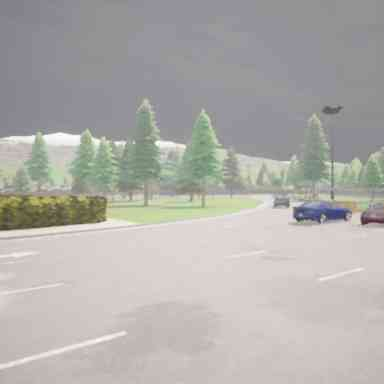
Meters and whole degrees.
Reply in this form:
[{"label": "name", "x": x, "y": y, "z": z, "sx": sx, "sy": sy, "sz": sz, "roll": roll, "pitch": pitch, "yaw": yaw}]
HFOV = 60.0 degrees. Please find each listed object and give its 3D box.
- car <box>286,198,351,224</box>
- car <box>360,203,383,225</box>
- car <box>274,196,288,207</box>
[{"label": "car", "x": 9.118, "y": 1.331, "z": 23.148, "sx": 5.008, "sy": 1.535, "sz": 1.882, "roll": 0, "pitch": 0, "yaw": -35}, {"label": "car", "x": 12.668, "y": 1.404, "z": 21.380, "sx": 4.181, "sy": 1.385, "sz": 1.994, "roll": 0, "pitch": 0, "yaw": -35}, {"label": "car", "x": 11.870, "y": 1.244, "z": 43.911, "sx": 2.128, "sy": 1.511, "sz": 4.902, "roll": 0, "pitch": 0, "yaw": 19}]
